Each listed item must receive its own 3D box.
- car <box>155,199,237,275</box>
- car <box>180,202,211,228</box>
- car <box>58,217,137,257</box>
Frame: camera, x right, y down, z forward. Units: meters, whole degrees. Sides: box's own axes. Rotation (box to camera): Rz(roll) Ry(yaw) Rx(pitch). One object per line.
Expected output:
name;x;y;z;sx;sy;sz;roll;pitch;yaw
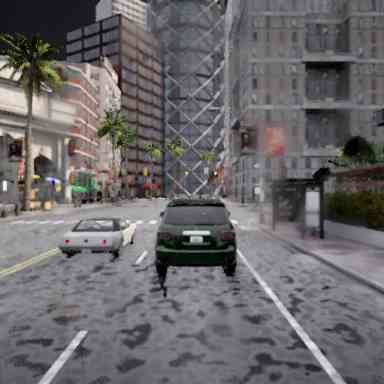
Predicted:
car;0.109;1.240;10.668;2.150;2.045;5.566;0;0;0
car;0.343;1.547;23.491;1.837;1.490;4.892;0;0;4
car;-3.388;1.624;12.935;1.895;1.301;4.718;0;0;0
